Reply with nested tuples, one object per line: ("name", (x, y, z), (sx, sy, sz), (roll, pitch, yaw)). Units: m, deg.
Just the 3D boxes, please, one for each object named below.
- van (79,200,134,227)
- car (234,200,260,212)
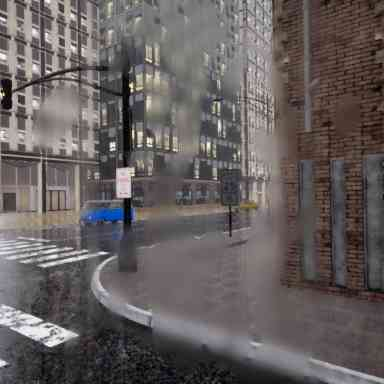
("van", (-5.953, 1.460, 23.448), (1.690, 1.788, 3.998), (-2, -1, 36))
("car", (6.884, 1.689, 41.355), (1.752, 1.417, 4.829), (-2, -1, 36))
